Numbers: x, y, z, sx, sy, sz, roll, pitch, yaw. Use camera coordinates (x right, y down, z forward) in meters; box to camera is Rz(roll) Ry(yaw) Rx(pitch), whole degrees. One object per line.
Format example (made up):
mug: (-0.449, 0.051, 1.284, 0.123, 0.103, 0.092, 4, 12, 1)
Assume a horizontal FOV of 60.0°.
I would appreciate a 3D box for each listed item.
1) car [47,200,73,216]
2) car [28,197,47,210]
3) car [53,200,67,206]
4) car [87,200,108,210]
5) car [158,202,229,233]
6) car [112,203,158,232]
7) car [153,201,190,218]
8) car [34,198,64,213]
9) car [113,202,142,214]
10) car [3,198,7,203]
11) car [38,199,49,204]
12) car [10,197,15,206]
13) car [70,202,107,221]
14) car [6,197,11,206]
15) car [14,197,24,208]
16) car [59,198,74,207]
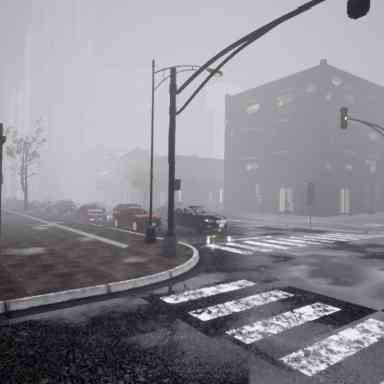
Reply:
car: (-13.757, 1.791, 35.569, 1.947, 1.339, 4.313, 1, -1, -35)
car: (-22.729, 1.891, 48.534, 1.752, 1.417, 4.829, 1, -1, -35)
car: (-28.405, 2.306, 71.395, 1.802, 1.307, 4.206, 1, -1, -35)
car: (-14.830, 2.038, 52.083, 1.752, 1.417, 4.829, 1, -1, -35)
car: (0.225, 1.592, 20.314, 2.128, 1.511, 4.902, 1, -1, -35)
car: (-3.447, 1.615, 20.812, 1.887, 1.381, 4.507, 1, -1, -35)
car: (-2.150, 1.761, 34.040, 1.967, 1.590, 4.097, 1, -1, -35)
car: (-18.054, 1.843, 41.771, 2.008, 1.369, 4.403, 1, -1, -35)
car: (-8.352, 1.965, 42.904, 2.008, 1.369, 4.403, 1, -1, -35)
car: (-38.444, 1.930, 71.138, 2.192, 1.841, 5.009, 1, -1, -35)
car: (-38.009, 2.402, 85.142, 1.752, 1.417, 4.829, 1, -1, -35)
car: (-32.107, 2.080, 62.064, 1.947, 1.339, 4.313, 1, -1, -35)
car: (-8.603, 1.729, 28.190, 1.802, 1.307, 4.206, 1, -1, -35)
car: (-35.276, 2.131, 66.599, 1.947, 1.339, 4.313, 1, -1, -35)
car: (-29.120, 2.012, 57.775, 1.887, 1.381, 4.507, 1, -1, -35)
car: (-25.237, 2.114, 66.861, 1.967, 1.590, 4.097, 1, -1, -35)
